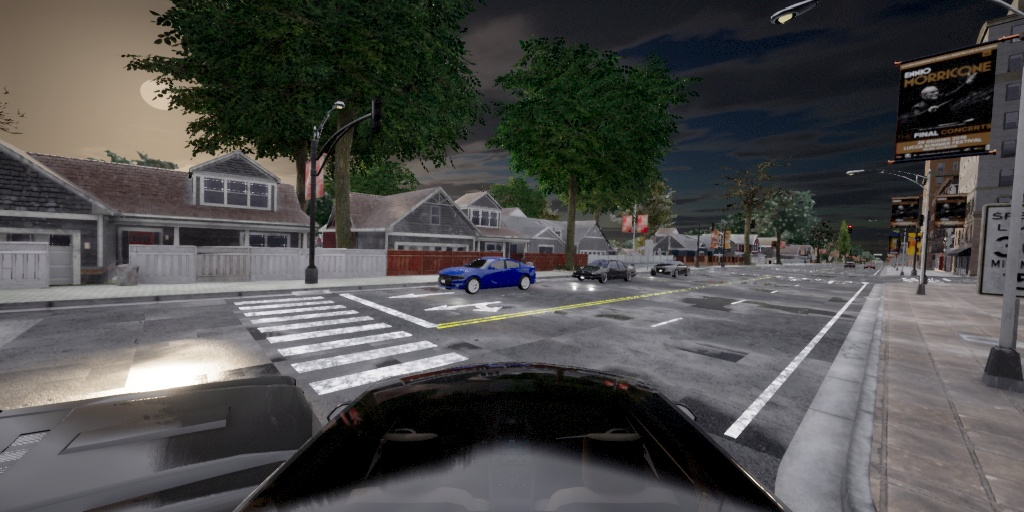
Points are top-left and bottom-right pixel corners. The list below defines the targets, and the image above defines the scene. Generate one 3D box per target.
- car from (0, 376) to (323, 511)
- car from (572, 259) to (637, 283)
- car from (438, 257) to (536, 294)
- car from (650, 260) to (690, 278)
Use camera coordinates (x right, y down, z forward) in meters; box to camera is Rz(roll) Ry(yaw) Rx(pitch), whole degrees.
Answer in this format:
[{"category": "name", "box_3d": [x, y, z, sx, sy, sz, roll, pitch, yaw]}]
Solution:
[{"category": "car", "box_3d": [-3.316, 1.279, 1.368, 4.718, 1.301, 1.895, 1, 2, -34]}, {"category": "car", "box_3d": [6.178, 0.931, 23.417, 5.357, 1.411, 2.033, 1, 2, -44]}, {"category": "car", "box_3d": [-1.029, 0.791, 16.540, 5.008, 1.535, 1.882, 1, 2, -44]}, {"category": "car", "box_3d": [13.416, 1.022, 30.296, 4.181, 1.385, 1.994, 1, 2, -44]}]
